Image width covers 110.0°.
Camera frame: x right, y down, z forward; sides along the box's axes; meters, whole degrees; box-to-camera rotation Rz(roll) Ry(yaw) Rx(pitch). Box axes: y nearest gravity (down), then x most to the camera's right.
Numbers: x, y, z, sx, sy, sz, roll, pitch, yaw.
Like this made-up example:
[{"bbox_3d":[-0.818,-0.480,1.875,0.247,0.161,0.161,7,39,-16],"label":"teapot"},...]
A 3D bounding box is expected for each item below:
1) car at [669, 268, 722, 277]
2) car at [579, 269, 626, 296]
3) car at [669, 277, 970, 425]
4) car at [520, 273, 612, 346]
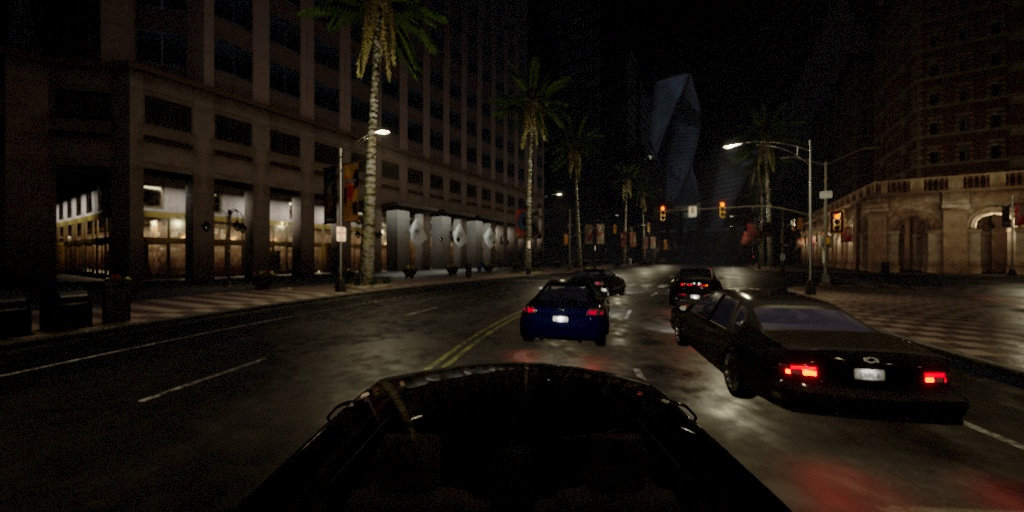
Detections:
[{"bbox_3d":[7.841,1.248,15.309,1.837,1.490,4.892,0,0,28],"label":"car"},{"bbox_3d":[4.145,1.307,17.504,1.994,1.385,4.181,0,0,32],"label":"car"},{"bbox_3d":[4.262,1.295,6.244,2.033,1.411,5.357,0,0,11],"label":"car"},{"bbox_3d":[1.557,1.310,9.561,1.994,1.385,4.181,0,0,15],"label":"car"}]
